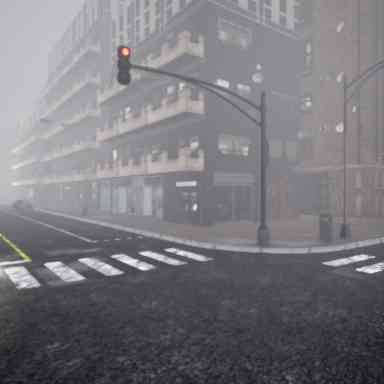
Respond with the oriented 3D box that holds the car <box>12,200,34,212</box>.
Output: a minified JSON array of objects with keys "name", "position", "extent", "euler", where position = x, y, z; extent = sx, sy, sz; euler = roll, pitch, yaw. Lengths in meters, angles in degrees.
[{"name":"car","position":[-18.160,1.460,35.742],"extent":[1.802,1.307,4.206],"euler":[0,0,-36]}]
